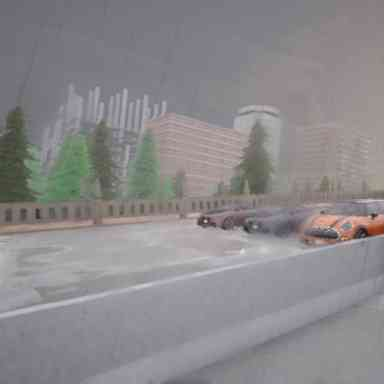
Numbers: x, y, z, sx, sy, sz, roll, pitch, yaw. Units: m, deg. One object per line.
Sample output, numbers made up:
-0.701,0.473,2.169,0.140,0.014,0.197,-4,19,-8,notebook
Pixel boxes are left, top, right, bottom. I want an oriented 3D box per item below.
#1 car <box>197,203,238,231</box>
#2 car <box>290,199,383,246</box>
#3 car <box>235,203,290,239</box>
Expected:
2.337,1.300,18.572,4.181,1.385,1.994,-2,1,-36,car
6.170,1.095,12.708,4.553,1.767,2.097,-1,1,-36,car
4.396,1.299,15.742,4.181,1.385,1.994,-2,1,-36,car
